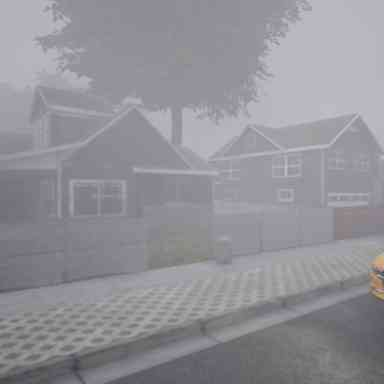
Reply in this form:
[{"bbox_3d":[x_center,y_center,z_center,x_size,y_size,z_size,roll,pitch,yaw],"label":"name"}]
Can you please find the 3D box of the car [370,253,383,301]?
[{"bbox_3d":[5.774,1.479,7.199,5.008,1.535,1.882,0,0,-36],"label":"car"}]
